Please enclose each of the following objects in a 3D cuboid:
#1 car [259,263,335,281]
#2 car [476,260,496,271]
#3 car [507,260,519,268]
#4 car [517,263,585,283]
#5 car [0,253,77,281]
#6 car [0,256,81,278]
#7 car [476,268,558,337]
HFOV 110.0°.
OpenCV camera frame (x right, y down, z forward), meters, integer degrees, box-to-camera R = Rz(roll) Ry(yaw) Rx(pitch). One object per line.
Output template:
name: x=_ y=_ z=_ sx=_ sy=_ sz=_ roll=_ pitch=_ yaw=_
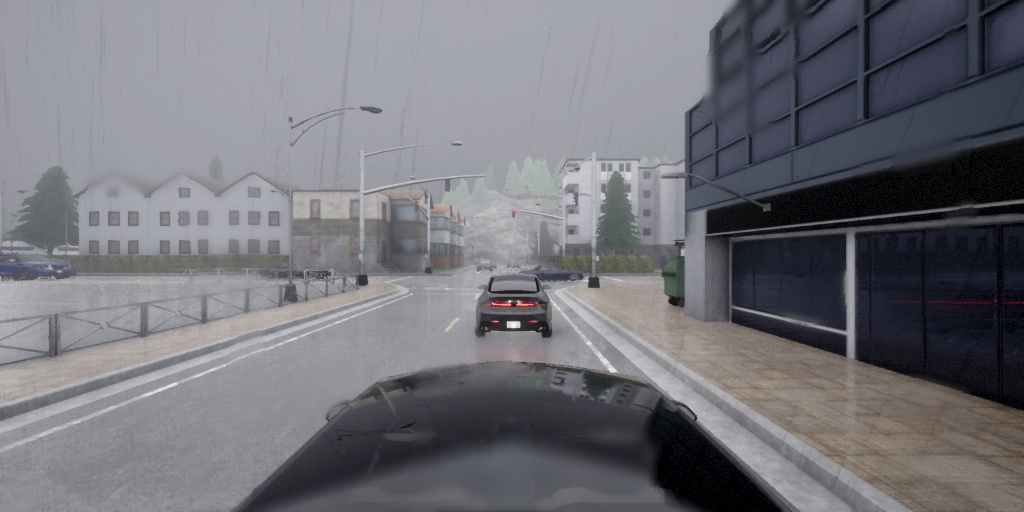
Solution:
car: x=-15.687 y=1.174 z=26.401 sx=4.718 sy=1.301 sz=1.895 roll=0 pitch=0 yaw=0
car: x=-3.520 y=1.276 z=47.660 sx=1.812 sy=1.442 sz=4.674 roll=0 pitch=0 yaw=0
car: x=0.194 y=1.314 z=59.104 sx=1.994 sy=1.385 sz=4.181 roll=0 pitch=0 yaw=0
car: x=2.902 y=1.302 z=26.322 sx=4.718 sy=1.301 sz=1.895 roll=0 pitch=0 yaw=0
car: x=-36.136 y=0.793 z=26.507 sx=5.566 sy=2.045 sz=2.150 roll=0 pitch=0 yaw=1
car: x=-39.834 y=0.926 z=30.204 sx=4.553 sy=1.767 sz=2.097 roll=0 pitch=0 yaw=0
car: x=0.069 y=1.255 z=10.258 sx=1.837 sy=1.490 sz=4.892 roll=0 pitch=0 yaw=1
